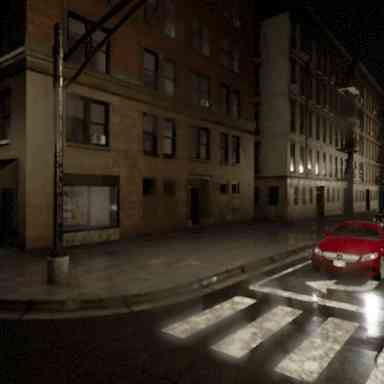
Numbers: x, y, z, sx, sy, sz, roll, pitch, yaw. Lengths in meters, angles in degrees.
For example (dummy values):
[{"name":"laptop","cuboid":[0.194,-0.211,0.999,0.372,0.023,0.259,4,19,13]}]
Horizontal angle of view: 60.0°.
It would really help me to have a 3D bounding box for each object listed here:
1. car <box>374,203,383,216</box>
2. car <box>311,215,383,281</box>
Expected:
[{"name":"car","cuboid":[11.478,1.490,18.214,2.150,2.045,5.566,0,0,39]},{"name":"car","cuboid":[5.440,1.695,10.772,1.812,1.442,4.674,0,0,39]}]
